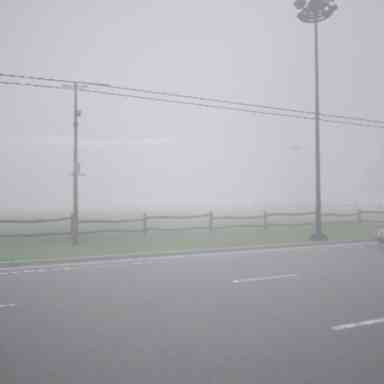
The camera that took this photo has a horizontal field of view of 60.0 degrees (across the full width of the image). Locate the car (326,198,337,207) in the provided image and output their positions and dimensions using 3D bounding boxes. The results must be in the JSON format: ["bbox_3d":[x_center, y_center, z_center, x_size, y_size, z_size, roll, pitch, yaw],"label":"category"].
[{"bbox_3d":[29.265,2.532,74.112,2.097,1.767,4.553,0,-1,-20],"label":"car"}]

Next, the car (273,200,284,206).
[{"bbox_3d":[20.998,2.877,86.325,1.882,1.535,5.008,0,-1,-20],"label":"car"}]

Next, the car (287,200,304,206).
[{"bbox_3d":[27.561,2.954,88.758,1.994,1.385,4.181,0,-1,-20],"label":"car"}]

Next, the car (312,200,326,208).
[{"bbox_3d":[26.075,2.695,72.648,2.128,1.511,4.902,0,-1,-20],"label":"car"}]

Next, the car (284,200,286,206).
[{"bbox_3d":[24.280,2.901,87.542,1.837,1.490,4.892,0,-1,-20],"label":"car"}]

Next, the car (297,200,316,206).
[{"bbox_3d":[30.843,2.931,89.976,2.128,1.511,4.902,0,-1,-20],"label":"car"}]

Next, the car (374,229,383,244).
[{"bbox_3d":[10.336,1.808,14.323,4.718,1.301,1.895,0,-1,-21],"label":"car"}]

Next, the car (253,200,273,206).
[{"bbox_3d":[17.717,2.935,85.105,2.033,1.411,5.357,0,-1,-20],"label":"car"}]

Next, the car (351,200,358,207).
[{"bbox_3d":[35.832,2.538,76.536,2.097,1.767,4.553,0,-1,-20],"label":"car"}]

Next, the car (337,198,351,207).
[{"bbox_3d":[32.509,2.406,75.432,2.150,2.045,5.566,0,-1,-20],"label":"car"}]

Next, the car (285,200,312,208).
[{"bbox_3d":[22.784,2.762,71.456,1.895,1.301,4.718,0,-1,-20],"label":"car"}]
